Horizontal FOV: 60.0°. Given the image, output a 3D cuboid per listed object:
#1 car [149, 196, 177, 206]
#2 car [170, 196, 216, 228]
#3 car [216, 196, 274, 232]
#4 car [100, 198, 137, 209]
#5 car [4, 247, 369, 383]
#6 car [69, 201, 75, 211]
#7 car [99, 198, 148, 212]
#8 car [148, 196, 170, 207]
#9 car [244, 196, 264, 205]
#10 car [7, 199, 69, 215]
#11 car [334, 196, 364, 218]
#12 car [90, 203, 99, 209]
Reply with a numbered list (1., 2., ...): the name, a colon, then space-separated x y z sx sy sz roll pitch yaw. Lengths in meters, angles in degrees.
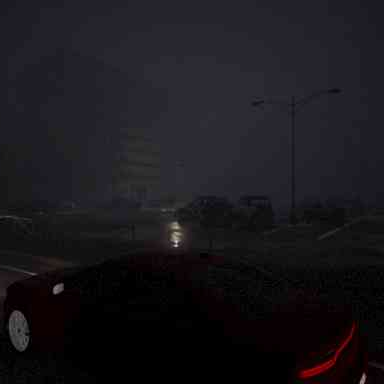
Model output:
1. car: -4.803 1.492 56.322 2.128 1.511 4.902 0 0 34
2. car: 0.948 1.153 20.726 1.932 1.855 4.605 0 0 34
3. car: 3.316 1.156 19.060 1.905 1.878 3.866 0 0 34
4. car: -10.510 1.547 47.885 2.033 1.411 5.357 0 0 33
5. car: -0.525 1.478 4.363 5.008 1.535 1.882 0 0 35
6. car: -16.171 1.526 39.429 1.812 1.442 4.674 0 0 34
7. car: -7.915 1.491 38.843 2.128 1.511 4.902 0 0 34
8. car: -4.704 1.492 50.233 2.128 1.511 4.902 0 0 34
9. car: 11.504 1.526 61.500 1.812 1.442 4.674 0 0 34
10. car: -15.720 1.547 33.841 2.033 1.411 5.357 0 0 34
11. car: 15.339 1.395 32.016 1.970 1.475 3.806 0 0 34
12. car: -10.378 1.601 41.803 1.895 1.301 4.718 0 0 34
